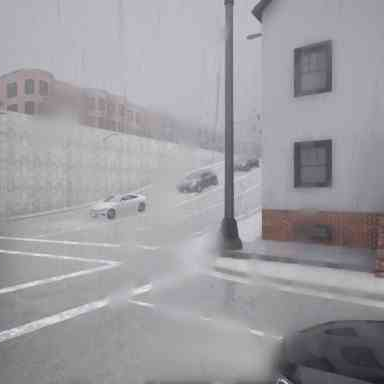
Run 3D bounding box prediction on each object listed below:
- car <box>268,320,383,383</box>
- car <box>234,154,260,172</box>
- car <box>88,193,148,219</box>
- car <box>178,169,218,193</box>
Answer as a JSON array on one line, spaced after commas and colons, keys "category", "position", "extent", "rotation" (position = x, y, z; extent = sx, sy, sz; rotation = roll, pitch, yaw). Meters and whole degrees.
[{"category": "car", "position": [2.773, 1.526, 1.993], "extent": [4.674, 1.442, 1.812], "rotation": [0, 0, 36]}, {"category": "car", "position": [6.235, -3.503, 39.355], "extent": [2.097, 1.767, 4.553], "rotation": [0, 14, 35]}, {"category": "car", "position": [-5.071, 0.864, 23.311], "extent": [1.812, 1.442, 4.674], "rotation": [0, 7, 35]}, {"category": "car", "position": [0.553, -1.125, 31.338], "extent": [2.097, 1.767, 4.553], "rotation": [0, 13, 34]}]
